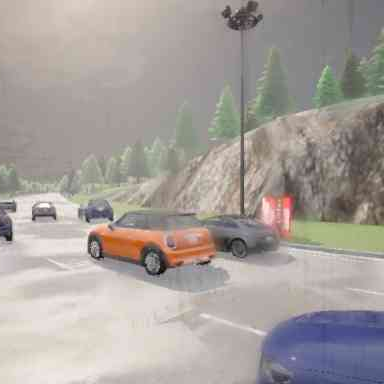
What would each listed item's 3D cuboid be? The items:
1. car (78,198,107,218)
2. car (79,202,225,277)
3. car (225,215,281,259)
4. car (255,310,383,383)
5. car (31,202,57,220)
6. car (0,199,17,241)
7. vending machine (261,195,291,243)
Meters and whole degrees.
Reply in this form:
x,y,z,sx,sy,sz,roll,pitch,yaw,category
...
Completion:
x,y,z,sx,sy,sz,roll,pitch,yaw,category
-7.728,1.348,26.491,2.097,1.767,4.553,0,0,-27,car
-1.460,1.351,10.618,2.097,1.767,4.553,0,0,-45,car
1.243,1.562,12.756,1.994,1.385,4.181,0,0,-45,car
2.761,1.526,2.299,4.674,1.442,1.812,0,0,35,car
-12.572,1.543,28.274,2.033,1.411,5.357,0,0,-25,car
-10.025,1.349,16.194,2.097,1.767,4.553,0,0,-32,car
3.897,1.194,15.385,1.100,2.100,0.880,0,0,-44,vending machine
